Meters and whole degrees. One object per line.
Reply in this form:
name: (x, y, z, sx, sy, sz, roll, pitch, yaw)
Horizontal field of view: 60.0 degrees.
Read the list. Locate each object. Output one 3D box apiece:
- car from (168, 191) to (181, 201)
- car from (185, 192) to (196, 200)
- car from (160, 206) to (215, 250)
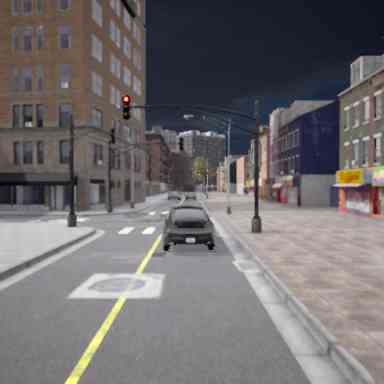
car: (-2.995, 0.551, 56.788, 2.097, 1.767, 4.553, 0, 1, 0)
car: (-0.198, 0.708, 60.790, 1.994, 1.385, 4.181, 0, 1, 0)
car: (-0.218, 1.311, 13.375, 1.837, 1.490, 4.892, 0, 1, -4)
